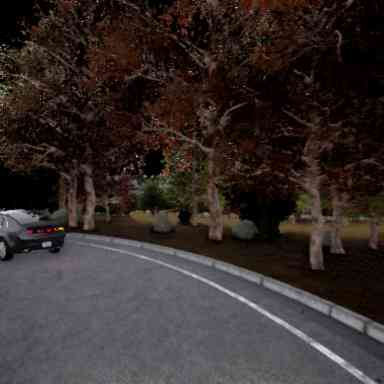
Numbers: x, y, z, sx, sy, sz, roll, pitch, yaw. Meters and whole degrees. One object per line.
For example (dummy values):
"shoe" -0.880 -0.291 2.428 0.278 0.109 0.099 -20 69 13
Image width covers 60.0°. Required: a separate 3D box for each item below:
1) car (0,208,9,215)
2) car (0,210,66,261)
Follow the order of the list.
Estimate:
"car" -42.579 4.354 74.646 1.837 1.490 4.892 -1 -4 -18
"car" -6.512 1.431 12.084 4.892 1.490 1.837 0 1 38
